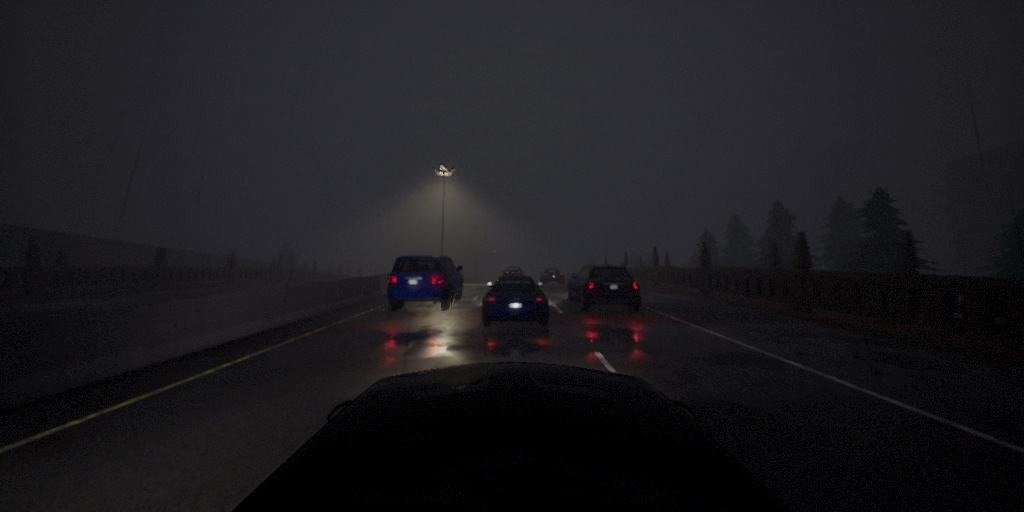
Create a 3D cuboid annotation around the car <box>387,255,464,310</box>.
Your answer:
[{"bbox_3d":[-3.396,0.993,15.001,2.150,2.045,5.566,0,0,0],"label":"car"}]

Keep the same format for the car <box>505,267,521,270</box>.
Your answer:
[{"bbox_3d":[0.110,1.737,32.499,2.128,1.511,4.902,0,-3,0],"label":"car"}]

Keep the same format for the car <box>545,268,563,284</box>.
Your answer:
[{"bbox_3d":[3.610,1.835,32.926,1.994,1.385,4.181,0,-3,0],"label":"car"}]

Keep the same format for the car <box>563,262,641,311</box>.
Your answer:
[{"bbox_3d":[3.604,1.123,14.802,2.097,1.767,4.553,0,0,0],"label":"car"}]

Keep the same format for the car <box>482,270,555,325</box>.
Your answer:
[{"bbox_3d":[0.103,1.330,11.853,1.994,1.385,4.181,0,0,0],"label":"car"}]
